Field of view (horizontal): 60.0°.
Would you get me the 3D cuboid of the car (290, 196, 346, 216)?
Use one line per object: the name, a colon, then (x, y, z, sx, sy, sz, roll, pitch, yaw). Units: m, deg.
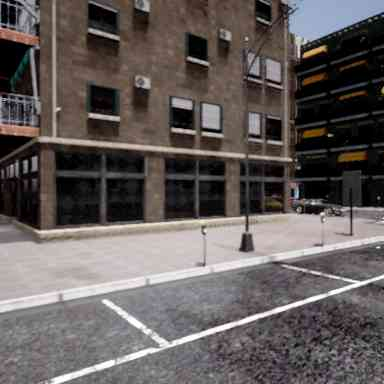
car: (10.265, 1.215, 27.065, 2.008, 1.369, 4.403, 1, 0, -36)

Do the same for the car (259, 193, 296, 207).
car: (10.501, 0.915, 40.972, 1.967, 1.590, 4.097, 1, 0, -36)

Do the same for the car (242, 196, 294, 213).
car: (7.087, 1.115, 31.427, 1.752, 1.417, 4.829, 1, 0, -36)
